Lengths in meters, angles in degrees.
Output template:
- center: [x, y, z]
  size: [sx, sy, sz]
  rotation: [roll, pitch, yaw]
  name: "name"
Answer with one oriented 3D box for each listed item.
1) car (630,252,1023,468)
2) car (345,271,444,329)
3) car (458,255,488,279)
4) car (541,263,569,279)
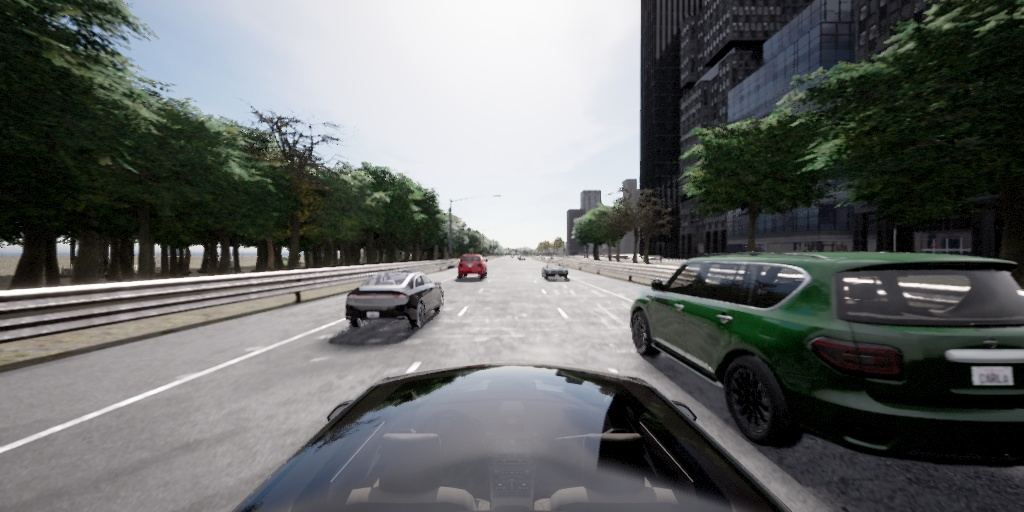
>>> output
- center: [3.588, 0.967, 5.355]
  size: [2.150, 2.045, 5.566]
  rotation: [0, 0, 0]
  name: "car"
- center: [-3.404, 1.222, 11.209]
  size: [2.128, 1.511, 4.902]
  rotation: [0, 0, 0]
  name: "car"
- center: [-3.395, 0.899, 31.587]
  size: [2.150, 2.045, 5.566]
  rotation: [0, 0, 0]
  name: "car"
- center: [3.604, 1.280, 30.884]
  size: [1.895, 1.301, 4.718]
  rotation: [0, 0, 0]
  name: "car"
